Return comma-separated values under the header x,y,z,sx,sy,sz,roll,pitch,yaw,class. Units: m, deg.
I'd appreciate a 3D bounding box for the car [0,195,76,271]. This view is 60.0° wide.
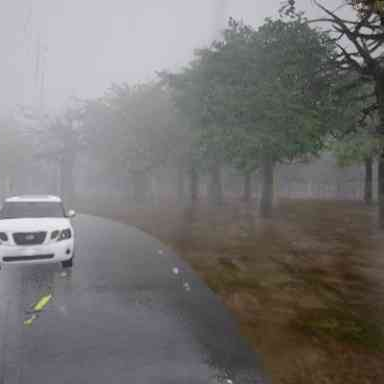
x,y,z,sx,sy,sz,roll,pitch,yaw,class
-5.150,1.144,10.866,2.150,2.045,5.566,0,0,-23,car
